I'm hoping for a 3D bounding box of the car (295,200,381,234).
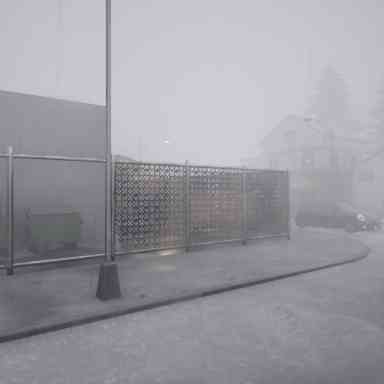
[{"bbox_3d":[8.450,1.352,19.502,2.097,1.767,4.553,0,0,-36],"label":"car"}]
